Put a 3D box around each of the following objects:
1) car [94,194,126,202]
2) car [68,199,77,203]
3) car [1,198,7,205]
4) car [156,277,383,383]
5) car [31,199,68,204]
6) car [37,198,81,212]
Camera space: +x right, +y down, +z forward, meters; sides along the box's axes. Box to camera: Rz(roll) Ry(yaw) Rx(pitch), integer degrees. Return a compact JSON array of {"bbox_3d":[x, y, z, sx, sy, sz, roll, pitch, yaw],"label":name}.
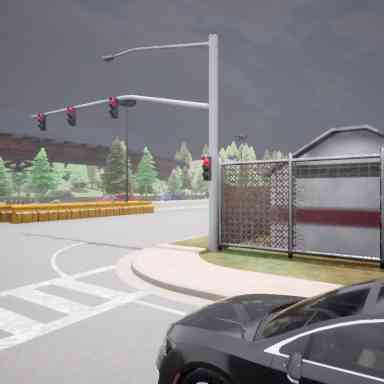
[{"bbox_3d":[-8.745,1.220,37.911,2.150,2.045,5.566,0,0,34],"label":"car"},{"bbox_3d":[-14.905,1.599,34.978,1.895,1.301,4.718,0,0,34],"label":"car"},{"bbox_3d":[-20.678,1.350,32.635,2.097,1.767,4.553,0,0,34],"label":"car"},{"bbox_3d":[1.871,1.505,2.673,4.892,1.490,1.837,0,0,36],"label":"car"},{"bbox_3d":[-13.880,1.563,30.200,1.994,1.385,4.181,0,0,33],"label":"car"},{"bbox_3d":[-15.842,1.524,39.857,1.812,1.442,4.674,0,0,34],"label":"car"}]
